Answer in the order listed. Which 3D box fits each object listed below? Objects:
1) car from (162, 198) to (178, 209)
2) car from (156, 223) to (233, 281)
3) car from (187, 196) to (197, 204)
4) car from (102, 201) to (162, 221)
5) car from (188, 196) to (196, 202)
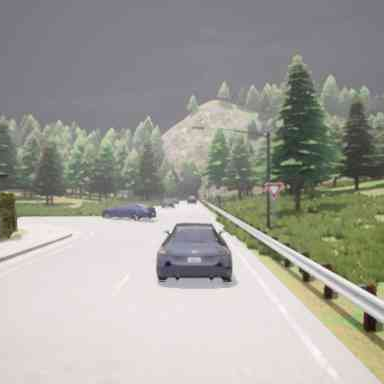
[{"bbox_3d":[-3.579,1.721,50.616,1.837,1.490,4.892,0,0,0],"label":"car"},{"bbox_3d":[0.068,1.608,10.005,1.994,1.385,4.181,0,0,0],"label":"car"},{"bbox_3d":[-0.004,1.775,70.251,1.882,1.535,5.008,0,0,0],"label":"car"},{"bbox_3d":[-5.155,1.556,27.099,4.674,1.442,1.812,0,-2,26],"label":"car"},{"bbox_3d":[-0.005,1.650,80.630,1.882,1.535,5.008,0,0,0],"label":"car"}]
